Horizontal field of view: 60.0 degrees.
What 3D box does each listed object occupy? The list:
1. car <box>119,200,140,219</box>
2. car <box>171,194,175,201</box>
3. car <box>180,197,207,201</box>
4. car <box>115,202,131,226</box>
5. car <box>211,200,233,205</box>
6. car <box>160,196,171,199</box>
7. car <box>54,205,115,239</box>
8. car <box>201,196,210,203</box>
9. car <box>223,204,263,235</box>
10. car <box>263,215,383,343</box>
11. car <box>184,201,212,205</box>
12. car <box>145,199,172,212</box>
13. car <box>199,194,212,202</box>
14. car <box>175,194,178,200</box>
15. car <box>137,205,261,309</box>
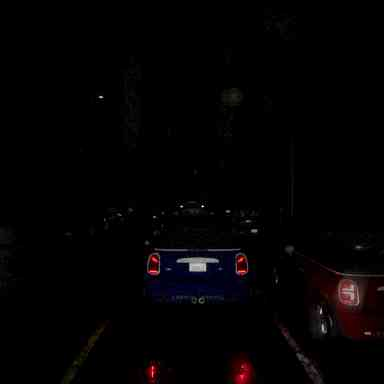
[{"bbox_3d":[-5.661,1.443,28.454,1.967,1.590,4.097,0,0,0],"label":"car"},{"bbox_3d":[-5.588,1.616,76.374,2.008,1.369,4.403,0,0,0],"label":"car"},{"bbox_3d":[0.010,1.460,27.317,1.801,1.575,5.366,0,0,0],"label":"car"},{"bbox_3d":[-5.663,1.584,22.953,1.802,1.307,4.206,0,0,0],"label":"car"},{"bbox_3d":[2.865,1.569,28.451,1.947,1.339,4.313,0,0,0],"label":"car"},{"bbox_3d":[-5.613,1.625,65.557,1.802,1.307,4.206,0,0,0],"label":"car"},{"bbox_3d":[-5.665,1.567,17.451,1.947,1.339,4.313,0,0,0],"label":"car"},{"bbox_3d":[2.924,1.579,71.120,1.752,1.417,4.829,0,0,0],"label":"car"},{"bbox_3d":[2.860,1.552,17.448,2.008,1.369,4.403,0,0,0],"label":"car"},{"bbox_3d":[2.856,1.440,6.445,1.967,1.590,4.097,0,0,0],"label":"car"},{"bbox_3d":[0.102,1.479,17.295,1.882,1.535,5.008,0,0,0],"label":"car"},{"bbox_3d":[-2.990,1.617,29.227,2.033,1.411,5.357,0,0,0],"label":"car"},{"bbox_3d":[2.912,1.484,65.541,1.967,1.590,4.097,0,0,0],"label":"car"},{"bbox_3d":[-5.554,1.637,92.430,1.752,1.417,4.829,0,0,0],"label":"car"},{"bbox_3d":[0.102,1.352,8.015,2.097,1.767,4.553,0,0,0],"label":"car"}]
